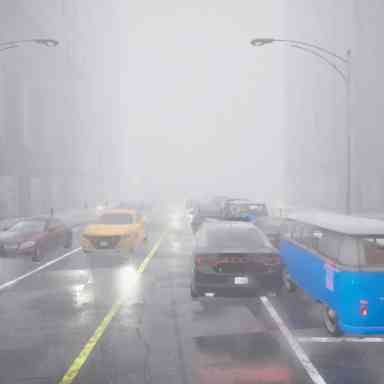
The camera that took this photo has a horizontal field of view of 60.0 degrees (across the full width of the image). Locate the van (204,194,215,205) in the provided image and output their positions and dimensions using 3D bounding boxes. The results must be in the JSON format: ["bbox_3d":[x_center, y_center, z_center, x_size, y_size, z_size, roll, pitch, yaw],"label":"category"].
[{"bbox_3d":[2.971,1.305,57.197,1.690,1.788,3.998,0,0,0],"label":"van"}]

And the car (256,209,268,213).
[{"bbox_3d":[2.875,1.543,12.007,1.887,1.381,4.507,0,0,0],"label":"car"}]

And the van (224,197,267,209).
[{"bbox_3d":[2.886,1.339,17.655,1.690,1.788,3.998,0,0,0],"label":"van"}]

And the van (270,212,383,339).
[{"bbox_3d":[2.862,1.340,6.359,1.690,1.788,3.998,0,0,0],"label":"van"}]

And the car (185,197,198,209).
[{"bbox_3d":[0.106,1.473,44.993,2.128,1.511,4.902,0,0,0],"label":"car"}]

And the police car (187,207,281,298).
[{"bbox_3d":[0.916,1.424,8.699,1.930,1.638,5.238,0,0,0],"label":"police car"}]

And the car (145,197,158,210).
[{"bbox_3d":[-5.589,1.569,40.267,1.802,1.307,4.206,0,0,0],"label":"car"}]

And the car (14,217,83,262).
[{"bbox_3d":[-5.650,1.580,12.022,1.802,1.307,4.206,0,0,0],"label":"car"}]

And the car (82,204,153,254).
[{"bbox_3d":[-2.973,1.476,13.749,1.882,1.535,5.008,0,0,0],"label":"car"}]

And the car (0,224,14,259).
[{"bbox_3d":[-5.662,1.550,6.373,2.008,1.369,4.403,0,0,0],"label":"car"}]

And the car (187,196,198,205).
[{"bbox_3d":[0.124,1.523,60.005,1.994,1.385,4.181,0,0,0],"label":"car"}]

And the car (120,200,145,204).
[{"bbox_3d":[-5.614,1.539,28.969,1.887,1.381,4.507,0,0,0],"label":"car"}]

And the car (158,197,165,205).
[{"bbox_3d":[-5.554,1.530,57.215,1.947,1.339,4.313,0,0,0],"label":"car"}]

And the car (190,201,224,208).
[{"bbox_3d":[0.937,1.503,18.589,1.837,1.490,4.892,0,0,0],"label":"car"}]

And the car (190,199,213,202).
[{"bbox_3d":[0.950,1.502,24.588,1.837,1.490,4.892,0,0,0],"label":"car"}]

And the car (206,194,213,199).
[{"bbox_3d":[2.922,1.306,34.602,2.192,1.841,5.009,0,0,0],"label":"car"}]

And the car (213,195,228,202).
[{"bbox_3d":[2.898,1.312,23.304,2.192,1.841,5.009,0,0,0],"label":"car"}]
